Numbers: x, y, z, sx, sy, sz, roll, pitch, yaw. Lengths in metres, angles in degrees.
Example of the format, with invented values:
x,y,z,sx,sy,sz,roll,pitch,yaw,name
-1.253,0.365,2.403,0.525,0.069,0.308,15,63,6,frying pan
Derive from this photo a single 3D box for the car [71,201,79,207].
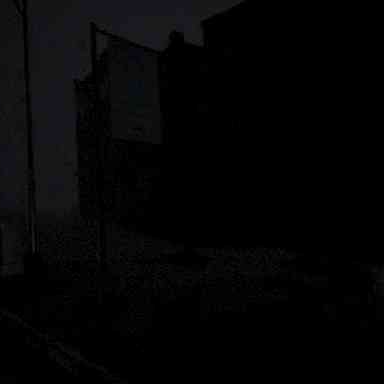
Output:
x,y,z,sx,sy,sz,roll,pitch,yaw,name
-24.071,2.571,71.151,1.994,1.385,4.181,-4,-2,9,car
